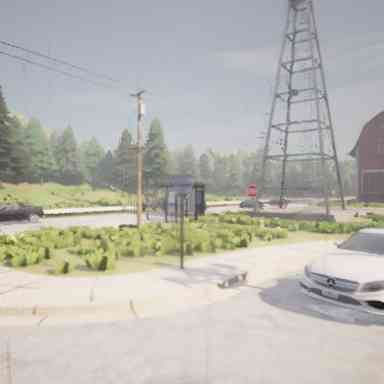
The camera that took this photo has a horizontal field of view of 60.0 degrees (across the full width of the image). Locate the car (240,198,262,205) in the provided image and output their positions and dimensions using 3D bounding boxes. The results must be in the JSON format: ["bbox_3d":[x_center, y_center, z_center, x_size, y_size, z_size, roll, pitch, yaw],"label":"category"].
[{"bbox_3d":[8.213,1.557,46.004,1.994,1.385,4.181,0,0,36],"label":"car"}]

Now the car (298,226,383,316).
[{"bbox_3d":[4.310,1.526,7.273,4.674,1.442,1.812,0,0,-36],"label":"car"}]

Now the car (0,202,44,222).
[{"bbox_3d":[-12.807,1.483,23.090,2.128,1.511,4.902,0,0,36],"label":"car"}]

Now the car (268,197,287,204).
[{"bbox_3d":[13.971,1.519,54.078,1.812,1.442,4.674,0,0,36],"label":"car"}]

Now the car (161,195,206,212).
[{"bbox_3d":[-0.776,1.215,33.512,2.150,2.045,5.566,0,0,36],"label":"car"}]
